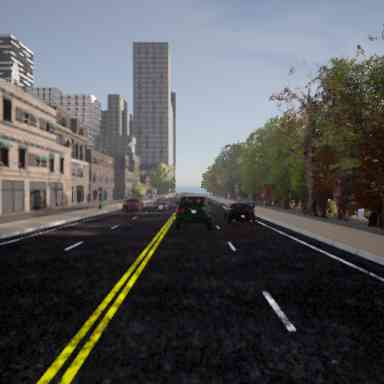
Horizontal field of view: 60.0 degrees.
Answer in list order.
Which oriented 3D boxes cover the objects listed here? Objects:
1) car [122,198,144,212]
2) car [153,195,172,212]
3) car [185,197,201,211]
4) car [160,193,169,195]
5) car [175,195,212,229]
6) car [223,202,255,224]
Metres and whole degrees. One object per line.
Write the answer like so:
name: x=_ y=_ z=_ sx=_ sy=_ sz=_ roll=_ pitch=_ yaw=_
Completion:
car: x=-6.573 y=1.410 z=37.400 sx=1.882 sy=1.535 sz=5.008 roll=0 pitch=0 yaw=0
car: x=-3.323 y=1.424 z=37.913 sx=2.128 sy=1.511 sz=4.902 roll=0 pitch=0 yaw=0
car: x=0.105 y=1.403 z=41.246 sx=1.882 sy=1.535 sz=5.008 roll=0 pitch=0 yaw=0
car: x=-6.488 y=0.817 z=78.764 sx=2.097 sy=1.767 sz=4.553 roll=0 pitch=0 yaw=0
car: x=0.105 y=1.186 z=21.355 sx=2.150 sy=2.045 sz=5.566 roll=0 pitch=0 yaw=0
car: x=3.354 y=1.435 z=24.324 sx=1.882 sy=1.535 sz=5.008 roll=0 pitch=0 yaw=0
